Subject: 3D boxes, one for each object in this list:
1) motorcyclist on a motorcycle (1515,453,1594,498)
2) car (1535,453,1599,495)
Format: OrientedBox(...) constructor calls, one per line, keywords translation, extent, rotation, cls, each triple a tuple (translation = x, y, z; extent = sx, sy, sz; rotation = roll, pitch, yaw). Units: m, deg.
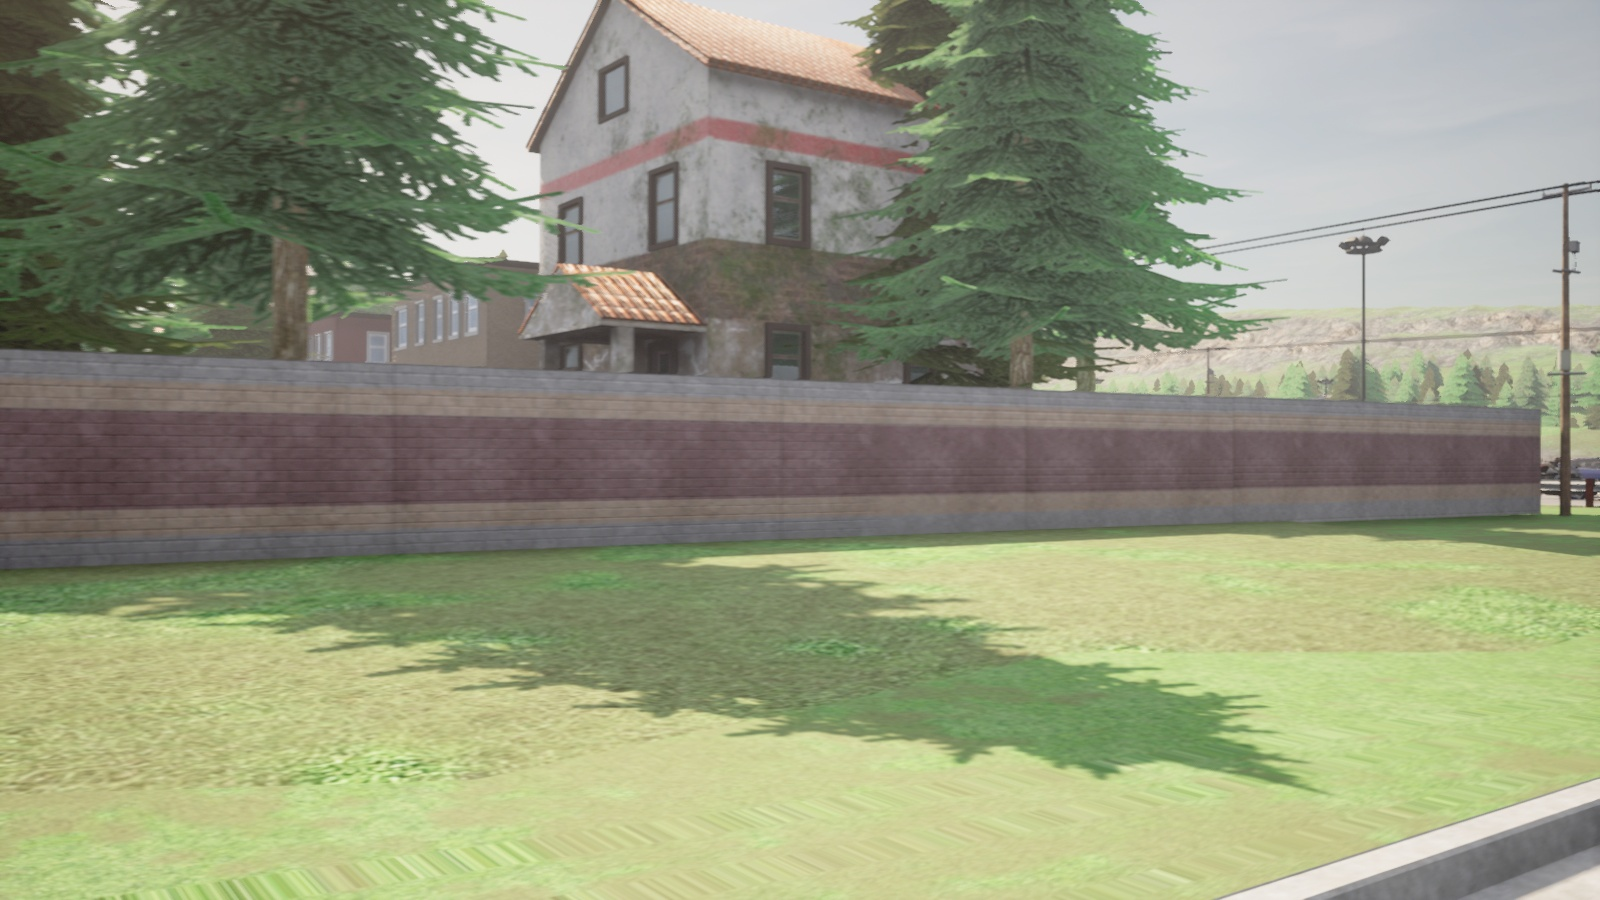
OrientedBox(translation=(26.367, 0.884, 43.912), extent=(0.866, 1.530, 2.191), rotation=(0, 0, -35), cls="motorcyclist on a motorcycle")
OrientedBox(translation=(29.622, 0.849, 45.373), extent=(2.163, 1.488, 4.792), rotation=(0, 0, -35), cls="car")
